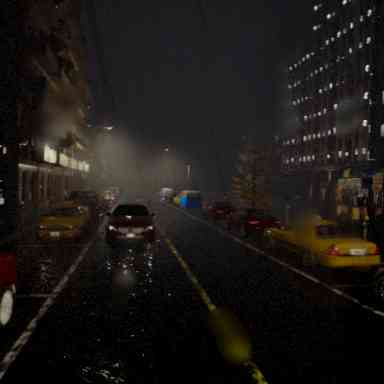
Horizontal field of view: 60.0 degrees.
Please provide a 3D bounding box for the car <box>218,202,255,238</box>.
[{"bbox_3d":[2.841,1.377,16.022,1.802,1.307,4.206,1,1,-10],"label":"car"}]

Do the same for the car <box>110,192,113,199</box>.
[{"bbox_3d":[-7.392,0.928,25.376,2.008,1.369,4.403,1,1,-10],"label":"car"}]

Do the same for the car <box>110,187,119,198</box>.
[{"bbox_3d":[-9.383,0.586,36.242,1.967,1.590,4.097,1,1,-10],"label":"car"}]

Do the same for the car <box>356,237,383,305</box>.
[{"bbox_3d":[4.837,1.472,5.149,1.967,1.590,4.097,1,1,-10],"label":"car"}]

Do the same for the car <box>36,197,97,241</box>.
[{"bbox_3d":[-5.368,1.140,14.339,1.752,1.417,4.829,1,1,-10],"label":"car"}]

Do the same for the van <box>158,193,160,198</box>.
[{"bbox_3d":[-4.133,0.330,54.061,1.690,1.788,3.998,1,1,-10],"label":"van"}]

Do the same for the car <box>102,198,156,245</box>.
[{"bbox_3d":[-2.572,1.217,14.033,1.812,1.442,4.674,1,1,-10],"label":"car"}]

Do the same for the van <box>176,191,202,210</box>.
[{"bbox_3d":[-0.145,0.786,32.321,1.690,1.788,3.998,1,1,-10],"label":"van"}]

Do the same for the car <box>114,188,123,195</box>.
[{"bbox_3d":[-16.364,-0.076,74.288,1.947,1.339,4.313,1,1,-10],"label":"car"}]

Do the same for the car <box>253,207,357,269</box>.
[{"bbox_3d":[3.808,1.435,10.753,1.752,1.417,4.829,1,1,-10],"label":"car"}]

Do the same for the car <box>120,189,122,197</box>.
[{"bbox_3d":[-11.379,0.462,47.114,1.887,1.381,4.507,1,1,-10],"label":"car"}]

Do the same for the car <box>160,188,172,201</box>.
[{"bbox_3d":[-3.137,0.542,48.627,1.967,1.590,4.097,1,1,-10],"label":"car"}]

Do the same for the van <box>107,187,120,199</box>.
[{"bbox_3d":[-12.373,0.146,52.546,1.690,1.788,3.998,1,1,-10],"label":"van"}]

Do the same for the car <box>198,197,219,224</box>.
[{"bbox_3d":[1.844,1.260,21.456,1.802,1.307,4.206,1,1,-10],"label":"car"}]

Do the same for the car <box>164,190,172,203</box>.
[{"bbox_3d":[-2.143,0.781,43.195,1.947,1.339,4.313,1,1,-10],"label":"car"}]

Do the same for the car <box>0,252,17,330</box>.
[{"bbox_3d":[-3.405,1.393,3.636,1.887,1.381,4.507,1,1,-10],"label":"car"}]

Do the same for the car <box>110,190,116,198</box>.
[{"bbox_3d":[-8.389,0.812,30.811,2.008,1.369,4.403,1,1,-10],"label":"car"}]

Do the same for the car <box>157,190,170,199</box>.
[{"bbox_3d":[-5.163,0.398,59.665,1.752,1.417,4.829,1,1,-10],"label":"car"}]

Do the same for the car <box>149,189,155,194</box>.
[{"bbox_3d":[-11.115,-0.242,92.108,1.887,1.381,4.507,1,1,-10],"label":"car"}]

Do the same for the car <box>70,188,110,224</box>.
[{"bbox_3d":[-6.391,0.809,19.936,2.192,1.841,5.009,1,1,-10],"label":"car"}]

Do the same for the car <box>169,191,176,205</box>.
[{"bbox_3d":[-1.175,0.851,37.926,1.752,1.417,4.829,1,1,-10],"label":"car"}]

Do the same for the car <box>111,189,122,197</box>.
[{"bbox_3d":[-14.371,0.162,63.419,1.802,1.307,4.206,1,1,-10],"label":"car"}]
